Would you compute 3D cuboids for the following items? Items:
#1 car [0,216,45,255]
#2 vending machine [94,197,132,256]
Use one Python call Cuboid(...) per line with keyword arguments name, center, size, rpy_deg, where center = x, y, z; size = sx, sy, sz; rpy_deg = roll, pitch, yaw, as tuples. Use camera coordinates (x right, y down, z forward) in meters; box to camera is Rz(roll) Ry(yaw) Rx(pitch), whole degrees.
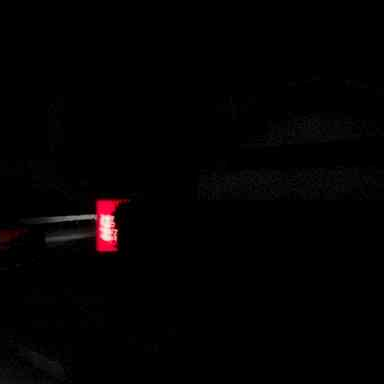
Cuboid(name="car", center=(-7.028, 1.569, 11.537), size=(2.128, 1.511, 4.902), rpy_deg=(-1, 0, 5))
Cuboid(name="vending machine", center=(-2.994, 1.254, 12.617), size=(1.100, 2.100, 0.880), rpy_deg=(0, 0, 17))
